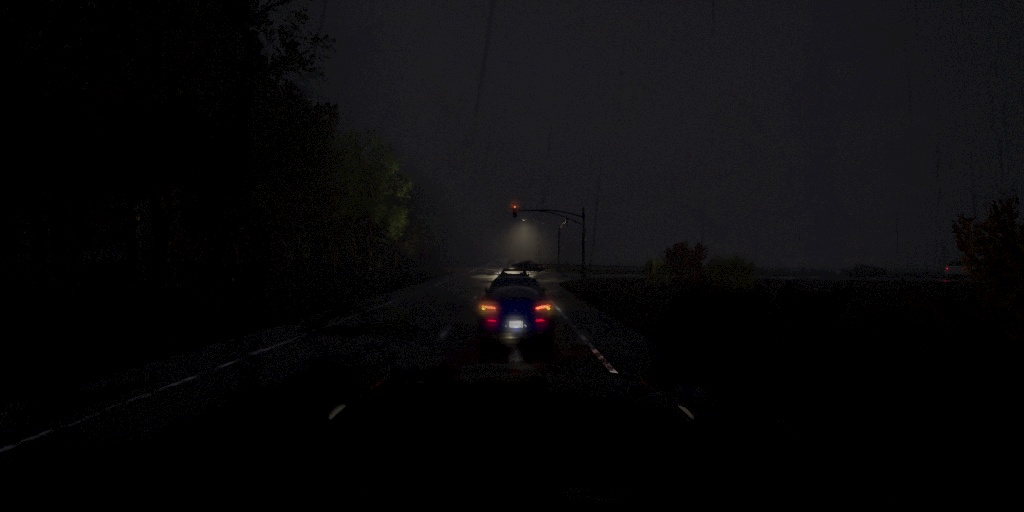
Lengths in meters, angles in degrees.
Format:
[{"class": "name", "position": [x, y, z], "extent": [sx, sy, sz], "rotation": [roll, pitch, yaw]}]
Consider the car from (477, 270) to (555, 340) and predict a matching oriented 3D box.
[{"class": "car", "position": [0.097, 1.278, 9.873], "extent": [1.812, 1.442, 4.674], "rotation": [0, 0, 0]}]

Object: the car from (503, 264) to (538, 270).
[{"class": "car", "position": [0.091, 1.319, 18.628], "extent": [1.994, 1.385, 4.181], "rotation": [0, 0, 0]}]

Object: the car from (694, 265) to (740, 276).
[{"class": "car", "position": [23.149, 1.609, 40.879], "extent": [5.357, 1.411, 2.033], "rotation": [1, -1, 0]}]

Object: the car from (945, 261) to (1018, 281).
[{"class": "car", "position": [48.533, 1.500, 37.181], "extent": [5.566, 2.045, 2.150], "rotation": [1, -1, 0]}]

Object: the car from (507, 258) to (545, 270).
[{"class": "car", "position": [2.032, 1.319, 46.609], "extent": [2.033, 1.411, 5.357], "rotation": [0, 1, -34]}]

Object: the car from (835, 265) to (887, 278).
[{"class": "car", "position": [39.600, 1.734, 40.804], "extent": [4.902, 1.511, 2.128], "rotation": [1, -1, 0]}]
